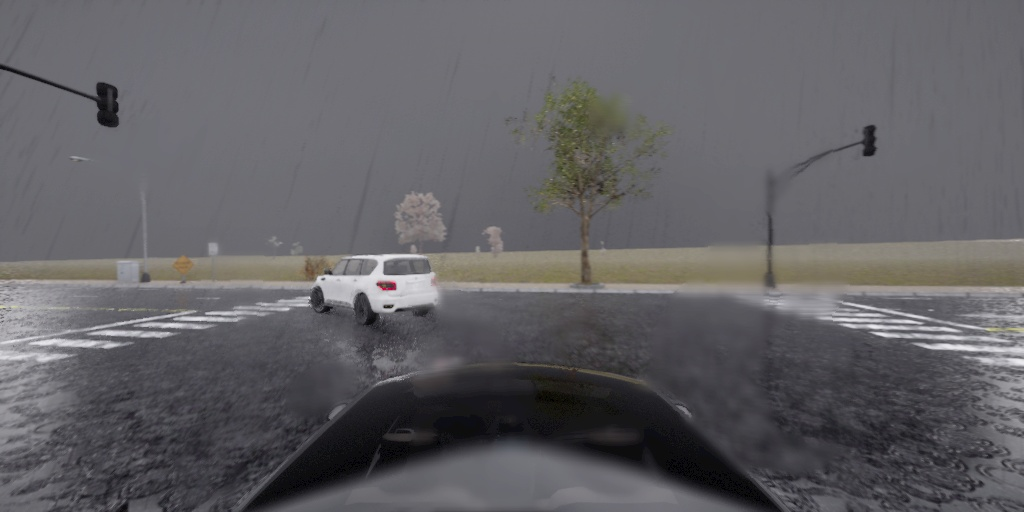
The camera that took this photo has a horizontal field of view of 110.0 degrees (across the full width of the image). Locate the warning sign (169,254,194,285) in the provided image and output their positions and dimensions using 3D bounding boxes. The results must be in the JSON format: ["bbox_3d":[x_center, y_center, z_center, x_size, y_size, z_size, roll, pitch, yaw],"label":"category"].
[{"bbox_3d":[-20.529,0.826,22.408,1.060,1.860,1.300,0,0,9],"label":"warning sign"}]

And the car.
[{"bbox_3d":[-4.723,0.971,12.038,5.566,2.045,2.150,0,0,42],"label":"car"}]
